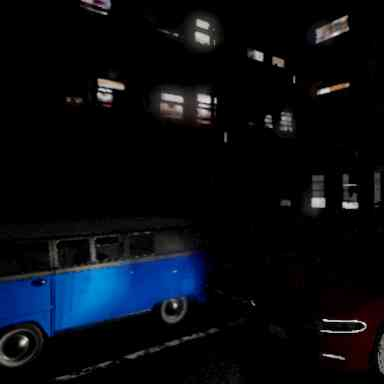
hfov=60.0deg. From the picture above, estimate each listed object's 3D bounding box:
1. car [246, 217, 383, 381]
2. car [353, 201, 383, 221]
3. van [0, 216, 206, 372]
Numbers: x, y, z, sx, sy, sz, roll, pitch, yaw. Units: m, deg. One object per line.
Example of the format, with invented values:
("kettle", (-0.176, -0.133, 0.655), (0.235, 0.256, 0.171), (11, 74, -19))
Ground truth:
("car", (3.089, 1.434, 5.582), (5.008, 1.535, 1.882), (-1, 0, -35))
("car", (7.444, 1.216, 11.872), (5.009, 1.841, 2.192), (-1, 0, -35))
("van", (-1.664, 1.329, 5.347), (3.998, 1.788, 1.690), (-1, 0, -35))
